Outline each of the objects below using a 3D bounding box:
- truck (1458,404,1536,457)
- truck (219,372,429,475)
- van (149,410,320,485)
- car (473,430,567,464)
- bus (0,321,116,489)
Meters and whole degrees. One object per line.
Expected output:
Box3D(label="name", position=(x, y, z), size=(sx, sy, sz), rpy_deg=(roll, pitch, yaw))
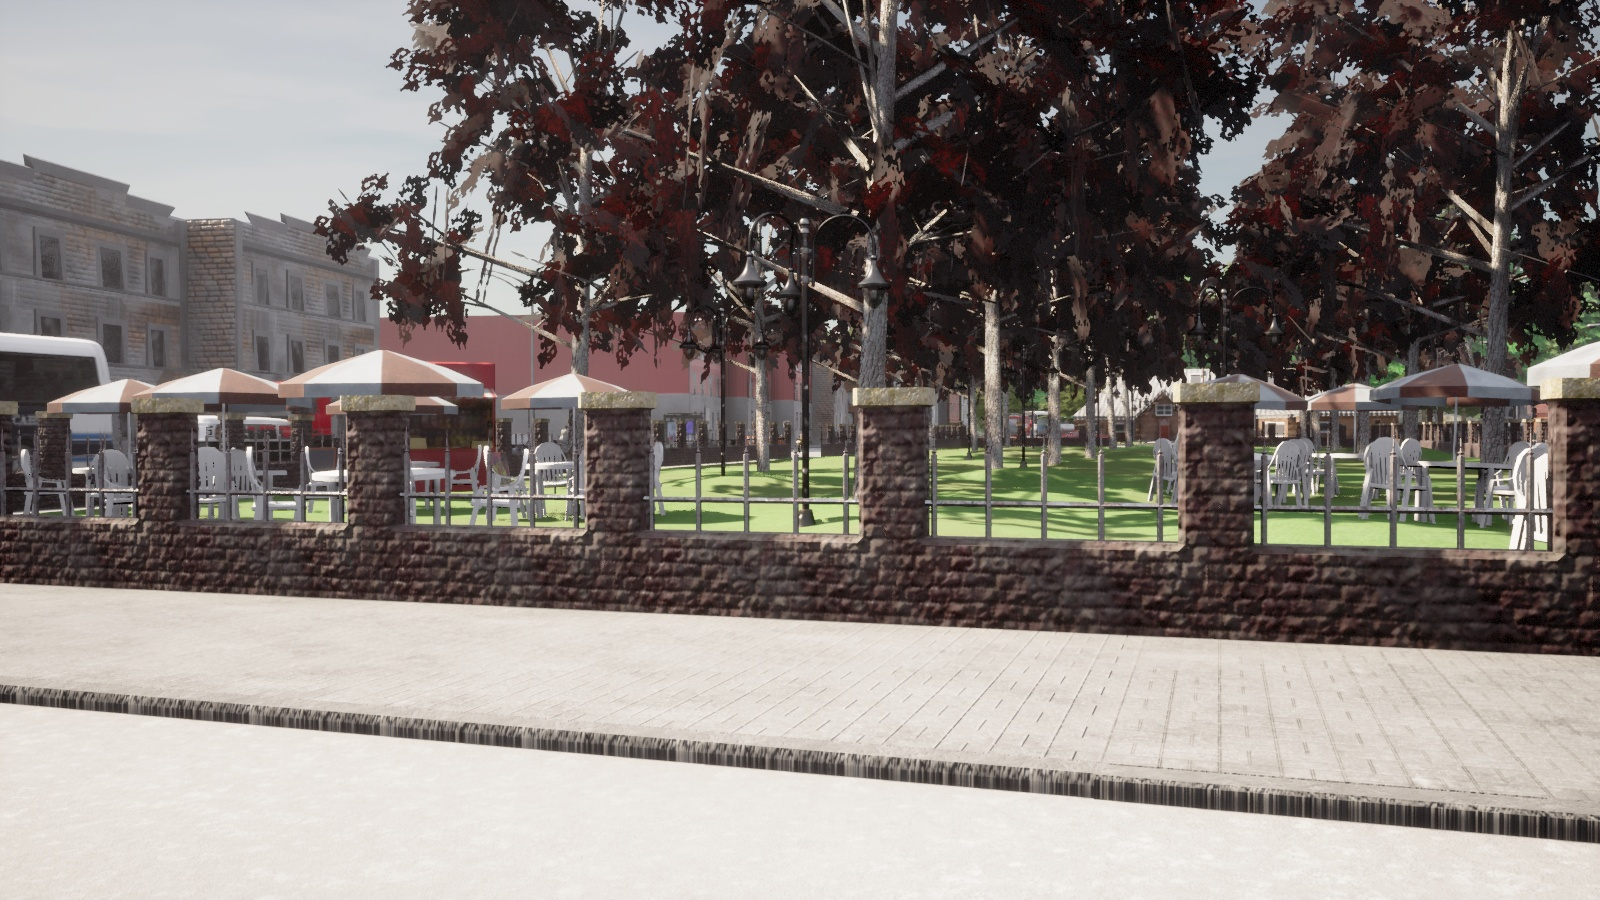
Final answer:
Box3D(label="truck", position=(47.844, -1.360, 86.422), size=(2.891, 3.462, 7.936), rpy_deg=(0, 1, 15))
Box3D(label="truck", position=(-17.328, -0.965, 46.471), size=(2.891, 3.462, 7.936), rpy_deg=(1, 1, 18))
Box3D(label="van", position=(-16.380, -0.098, 36.657), size=(2.069, 2.038, 4.480), rpy_deg=(1, 1, 18))
Box3D(label="car", position=(-13.115, -0.170, 59.180), size=(2.163, 1.488, 4.792), rpy_deg=(1, 1, 18))
Box3D(label="bus", position=(-22.560, -1.126, 30.712), size=(3.944, 4.253, 10.273), rpy_deg=(1, 1, 18))
